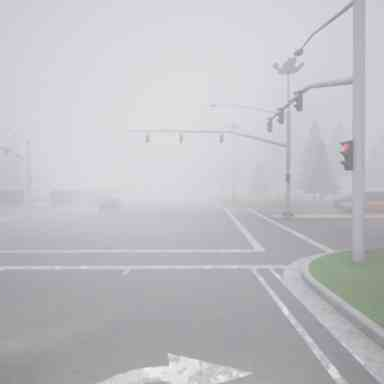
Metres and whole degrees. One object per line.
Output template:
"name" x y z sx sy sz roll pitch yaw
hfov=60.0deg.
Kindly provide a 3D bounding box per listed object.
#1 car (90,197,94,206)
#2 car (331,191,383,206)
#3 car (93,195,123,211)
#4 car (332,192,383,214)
"car" -12.407 1.156 44.766 1.812 1.442 4.674 0 0 -1
"car" 17.063 0.944 33.477 5.566 2.045 2.150 0 0 -1
"car" -8.660 1.252 35.691 2.033 1.411 5.357 0 0 -3
"car" 15.538 1.105 29.956 4.553 1.767 2.097 0 0 -1
